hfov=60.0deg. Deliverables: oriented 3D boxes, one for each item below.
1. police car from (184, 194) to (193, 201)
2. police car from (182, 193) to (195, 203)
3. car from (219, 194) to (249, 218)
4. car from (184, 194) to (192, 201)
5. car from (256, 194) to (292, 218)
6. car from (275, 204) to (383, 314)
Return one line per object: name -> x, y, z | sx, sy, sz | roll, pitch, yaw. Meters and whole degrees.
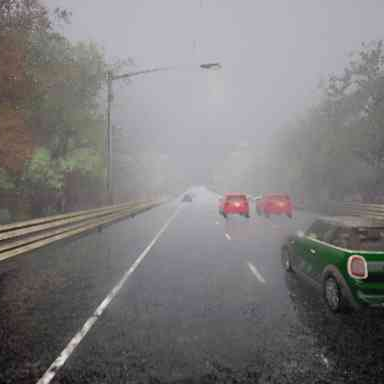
police car -> -0.832, 1.221, 81.408 | 1.930, 1.638, 5.238 | 0, 0, 0
police car -> -0.875, 1.261, 65.402 | 1.930, 1.638, 5.238 | 0, 0, 0
car -> 3.677, 1.152, 29.493 | 2.150, 2.045, 5.566 | 0, 0, 0
car -> -0.848, 1.289, 75.296 | 1.882, 1.535, 5.008 | 0, 0, 0
car -> 7.176, 1.156, 29.379 | 2.150, 2.045, 5.566 | 0, 0, 0
car -> 3.609, 1.337, 7.714 | 2.097, 1.767, 4.553 | 0, 0, 0
